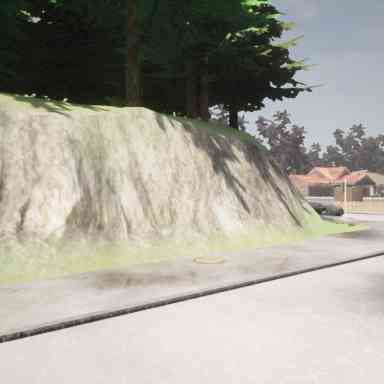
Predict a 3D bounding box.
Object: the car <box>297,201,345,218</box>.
[{"bbox_3d":[11.825,1.564,30.599,1.994,1.385,4.181,0,0,-36],"label":"car"}]
